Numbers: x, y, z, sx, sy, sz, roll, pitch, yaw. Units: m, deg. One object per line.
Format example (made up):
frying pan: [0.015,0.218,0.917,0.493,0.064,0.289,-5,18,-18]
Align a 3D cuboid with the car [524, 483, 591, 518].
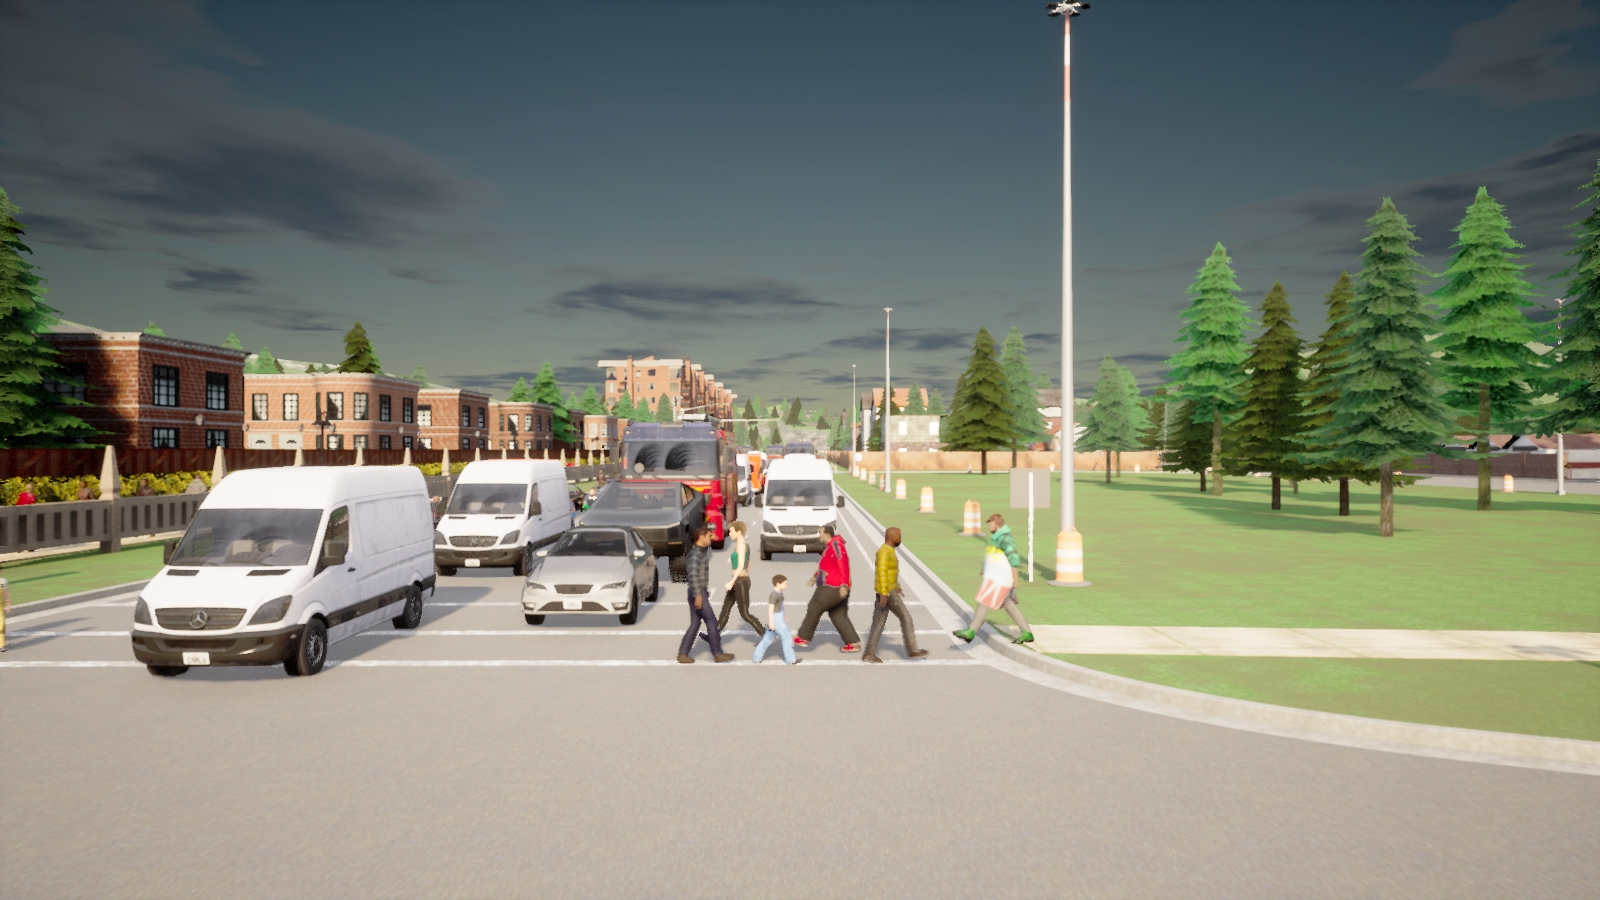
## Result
car: [-10.504,2.160,49.783,1.895,1.301,4.718,0,0,0]

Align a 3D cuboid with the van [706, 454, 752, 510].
van: [-3.502,1.537,57.341,1.988,2.561,5.915,0,0,0]

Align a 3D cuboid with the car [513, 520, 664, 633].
car: [-3.503,2.068,19.652,1.816,1.474,4.193,0,0,0]

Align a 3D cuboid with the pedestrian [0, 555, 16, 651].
pedestrian: [-11.199,2.130,15.904,0.375,1.300,0.375,0,0,35]

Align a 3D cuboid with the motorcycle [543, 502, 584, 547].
motorcycle: [-7.003,2.188,33.971,0.803,1.199,2.033,0,0,0]

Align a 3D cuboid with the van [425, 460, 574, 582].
van: [-6.998,1.538,27.328,1.988,2.561,5.915,0,0,0]

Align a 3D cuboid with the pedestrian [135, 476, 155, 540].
pedestrian: [-19.318,1.700,33.696,0.375,1.860,0.375,0,0,1]

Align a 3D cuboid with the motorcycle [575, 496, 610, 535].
motorcycle: [-7.003,2.189,38.600,0.803,1.199,2.033,0,1,0]

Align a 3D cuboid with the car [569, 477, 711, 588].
car: [-3.502,1.756,26.356,2.390,2.098,6.274,0,0,0]

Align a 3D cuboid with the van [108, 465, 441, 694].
van: [-6.998,1.536,16.158,1.988,2.561,5.915,0,0,0]

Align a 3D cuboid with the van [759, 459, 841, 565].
van: [0.001,1.538,30.816,1.988,2.561,5.915,0,0,0]

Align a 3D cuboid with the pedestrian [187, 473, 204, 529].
pedestrian: [-20.205,1.700,38.212,0.375,1.860,0.375,0,0,-2]

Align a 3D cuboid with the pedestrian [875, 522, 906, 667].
pedestrian: [1.191,1.889,15.009,0.375,1.860,0.375,0,0,0]

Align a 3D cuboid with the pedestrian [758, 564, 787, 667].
pedestrian: [-0.359,2.167,14.989,0.375,1.300,0.375,0,0,1]

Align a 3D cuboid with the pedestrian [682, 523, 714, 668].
pedestrian: [-1.336,1.899,14.996,0.375,1.860,0.375,0,0,0]

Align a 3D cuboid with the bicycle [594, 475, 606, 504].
bicycle: [-10.500,2.066,60.041,0.329,1.471,1.835,0,0,0]

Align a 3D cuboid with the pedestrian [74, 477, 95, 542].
pedestrian: [-20.601,1.701,32.898,0.375,1.860,0.375,0,0,-3]

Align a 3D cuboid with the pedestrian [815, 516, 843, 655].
pedestrian: [0.397,1.850,15.703,0.375,1.860,0.375,0,0,0]

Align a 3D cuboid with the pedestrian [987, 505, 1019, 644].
pedestrian: [2.777,1.699,15.638,0.375,1.860,0.375,0,0,1]

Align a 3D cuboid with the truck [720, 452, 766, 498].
truck: [-3.504,1.526,71.779,2.627,2.467,5.204,0,3,0]

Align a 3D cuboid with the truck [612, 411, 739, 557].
truck: [-3.499,0.894,34.203,2.891,3.827,8.468,0,0,0]

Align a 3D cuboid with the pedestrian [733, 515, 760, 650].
pedestrian: [-0.748,1.850,16.038,0.375,1.860,0.375,0,0,-3]

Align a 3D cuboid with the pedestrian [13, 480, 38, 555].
pedestrian: [-19.575,1.699,28.891,0.375,1.860,0.375,0,0,1]
